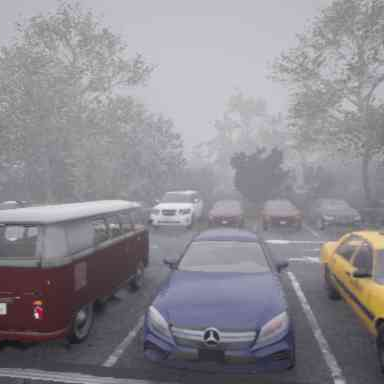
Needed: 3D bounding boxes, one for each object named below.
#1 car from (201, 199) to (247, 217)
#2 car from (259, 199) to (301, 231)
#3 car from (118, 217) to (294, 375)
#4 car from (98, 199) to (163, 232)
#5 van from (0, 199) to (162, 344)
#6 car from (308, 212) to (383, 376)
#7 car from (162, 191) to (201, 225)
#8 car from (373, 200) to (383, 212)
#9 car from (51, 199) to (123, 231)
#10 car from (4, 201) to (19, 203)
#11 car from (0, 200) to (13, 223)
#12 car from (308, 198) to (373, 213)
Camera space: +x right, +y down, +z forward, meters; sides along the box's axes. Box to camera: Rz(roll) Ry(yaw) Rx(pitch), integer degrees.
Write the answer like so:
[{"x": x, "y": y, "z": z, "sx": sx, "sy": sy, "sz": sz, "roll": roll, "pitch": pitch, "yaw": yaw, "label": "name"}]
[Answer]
[{"x": 2.040, "y": 1.188, "z": 18.848, "sx": 2.097, "sy": 1.535, "sz": 5.008, "roll": -1, "pitch": 1, "yaw": 10, "label": "car"}, {"x": 4.775, "y": 1.155, "z": 18.372, "sx": 2.097, "sy": 1.535, "sz": 5.008, "roll": -1, "pitch": 1, "yaw": 10, "label": "car"}, {"x": 0.603, "y": 1.434, "z": 5.822, "sx": 2.002, "sy": 1.452, "sz": 4.674, "roll": -1, "pitch": 1, "yaw": 10, "label": "car"}, {"x": -3.429, "y": 1.256, "z": 19.789, "sx": 2.231, "sy": 1.521, "sz": 4.892, "roll": -1, "pitch": 1, "yaw": 10, "label": "car"}, {"x": -2.143, "y": 1.200, "z": 6.411, "sx": 1.878, "sy": 1.987, "sz": 4.442, "roll": -1, "pitch": 1, "yaw": 10, "label": "van"}, {"x": 3.331, "y": 1.360, "z": 5.155, "sx": 1.946, "sy": 1.575, "sz": 5.366, "roll": -1, "pitch": 1, "yaw": 10, "label": "car"}, {"x": -0.704, "y": 0.971, "z": 19.287, "sx": 2.435, "sy": 2.045, "sz": 5.566, "roll": -1, "pitch": 1, "yaw": 10, "label": "car"}, {"x": 10.248, "y": 1.117, "z": 17.444, "sx": 2.163, "sy": 1.488, "sz": 4.792, "roll": -1, "pitch": 1, "yaw": 10, "label": "car"}, {"x": -6.166, "y": 1.286, "z": 20.266, "sx": 2.097, "sy": 1.535, "sz": 5.008, "roll": -1, "pitch": 1, "yaw": 10, "label": "car"}, {"x": -8.869, "y": 1.308, "z": 20.929, "sx": 1.946, "sy": 1.575, "sz": 5.366, "roll": -1, "pitch": 1, "yaw": 10, "label": "car"}, {"x": -14.368, "y": 1.391, "z": 21.728, "sx": 2.163, "sy": 1.488, "sz": 4.792, "roll": 0, "pitch": 1, "yaw": 10, "label": "car"}, {"x": 7.510, "y": 1.123, "z": 17.897, "sx": 2.231, "sy": 1.521, "sz": 4.892, "roll": -1, "pitch": 1, "yaw": 10, "label": "car"}]
